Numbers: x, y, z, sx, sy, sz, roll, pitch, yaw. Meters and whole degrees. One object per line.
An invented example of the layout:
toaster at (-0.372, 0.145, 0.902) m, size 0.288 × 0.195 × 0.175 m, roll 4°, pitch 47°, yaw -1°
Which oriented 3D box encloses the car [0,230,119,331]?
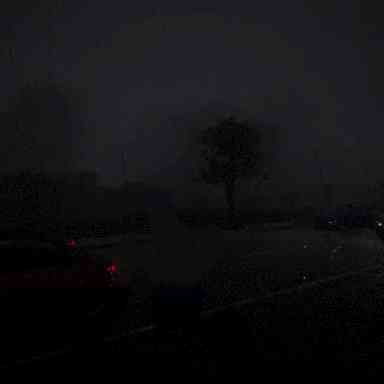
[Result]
car at (-3.436, 1.562, 5.767) m, size 4.181 × 1.385 × 1.994 m, roll 0°, pitch 0°, yaw -35°

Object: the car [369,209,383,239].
car at (10.682, 1.475, 15.904) m, size 4.674 × 1.442 × 1.812 m, roll 0°, pitch 0°, yaw -35°

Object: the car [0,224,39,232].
car at (-5.264, 1.565, 8.757) m, size 4.181 × 1.385 × 1.994 m, roll 0°, pitch 0°, yaw -35°

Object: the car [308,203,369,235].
car at (8.558, 1.428, 18.687) m, size 5.008 × 1.535 × 1.882 m, roll 0°, pitch 0°, yaw -35°
